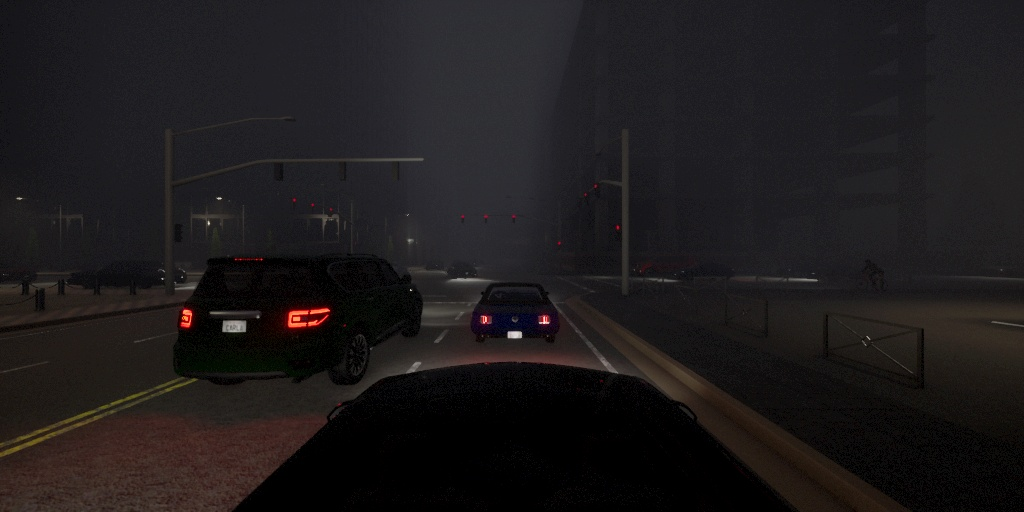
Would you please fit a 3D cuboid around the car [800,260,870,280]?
[{"bbox_3d":[26.621,1.259,29.322,4.181,1.385,1.994,0,0,0],"label":"car"}]

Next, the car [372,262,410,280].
[{"bbox_3d":[-10.601,1.244,31.811,1.812,1.442,4.674,0,0,0],"label":"car"}]

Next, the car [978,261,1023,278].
[{"bbox_3d":[45.824,1.220,32.807,4.674,1.442,1.812,0,0,0],"label":"car"}]

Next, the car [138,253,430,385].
[{"bbox_3d":[-3.438,0.971,7.152,2.150,2.045,5.566,0,0,0],"label":"car"}]

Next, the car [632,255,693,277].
[{"bbox_3d":[13.934,0.917,32.780,5.566,2.045,2.150,0,0,0],"label":"car"}]

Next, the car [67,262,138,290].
[{"bbox_3d":[-23.144,1.242,21.619,5.357,1.411,2.033,0,0,-4],"label":"car"}]

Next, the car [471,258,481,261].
[{"bbox_3d":[-7.061,1.255,63.867,1.837,1.490,4.892,0,0,0],"label":"car"}]

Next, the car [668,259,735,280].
[{"bbox_3d":[15.651,1.220,29.263,4.674,1.442,1.812,0,0,0],"label":"car"}]

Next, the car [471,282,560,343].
[{"bbox_3d":[0.080,1.351,9.666,1.895,1.301,4.718,0,0,0],"label":"car"}]

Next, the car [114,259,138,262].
[{"bbox_3d":[-25.675,1.046,25.135,4.553,1.767,2.097,0,0,0],"label":"car"}]

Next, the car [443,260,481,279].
[{"bbox_3d":[-4.568,1.284,32.174,1.994,1.385,4.181,0,0,-22],"label":"car"}]

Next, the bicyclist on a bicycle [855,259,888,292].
[{"bbox_3d":[18.331,0.998,18.310,0.582,1.620,1.656,0,0,0],"label":"bicyclist on a bicycle"}]

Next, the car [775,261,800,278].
[{"bbox_3d":[26.945,1.172,32.822,5.008,1.535,1.882,0,0,0],"label":"car"}]

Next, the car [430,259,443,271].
[{"bbox_3d":[-10.596,1.228,49.458,1.882,1.535,5.008,0,0,0],"label":"car"}]

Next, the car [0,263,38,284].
[{"bbox_3d":[-36.555,1.172,25.175,5.008,1.535,1.882,0,0,0],"label":"car"}]
